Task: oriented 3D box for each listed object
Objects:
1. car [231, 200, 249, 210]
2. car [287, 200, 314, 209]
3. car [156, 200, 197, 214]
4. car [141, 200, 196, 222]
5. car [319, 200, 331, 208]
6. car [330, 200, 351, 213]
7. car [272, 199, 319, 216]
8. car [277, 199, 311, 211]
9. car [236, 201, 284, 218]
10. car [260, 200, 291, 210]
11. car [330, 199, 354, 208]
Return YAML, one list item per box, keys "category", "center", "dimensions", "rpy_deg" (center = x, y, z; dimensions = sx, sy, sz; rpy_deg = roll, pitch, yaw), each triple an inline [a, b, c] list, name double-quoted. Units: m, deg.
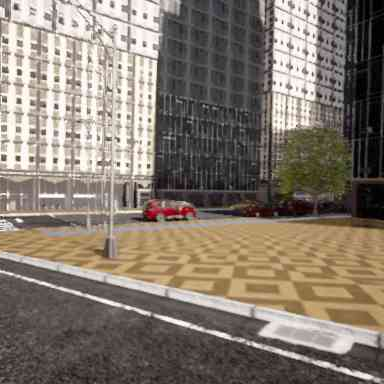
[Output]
- category: "car"
  center: [7.418, 1.777, 45.301]
  dimensions: [4.829, 1.417, 1.752]
  rpy_deg: [1, 1, -34]
- category: "car"
  center: [16.915, 1.928, 51.800]
  dimensions: [4.206, 1.307, 1.802]
  rpy_deg: [1, 1, -34]
- category: "car"
  center: [-1.800, 1.710, 38.996]
  dimensions: [4.403, 1.369, 2.008]
  rpy_deg: [1, 1, -34]
- category: "car"
  center: [-2.027, 1.638, 29.288]
  dimensions: [5.009, 1.841, 2.192]
  rpy_deg: [1, 1, -34]
- category: "car"
  center: [21.594, 1.959, 55.000]
  dimensions: [4.313, 1.339, 1.947]
  rpy_deg: [1, 1, -34]
- category: "car"
  center: [21.362, 2.122, 45.296]
  dimensions: [4.313, 1.339, 1.947]
  rpy_deg: [1, 1, -34]
- category: "car"
  center: [12.010, 1.778, 38.890]
  dimensions: [5.009, 1.841, 2.192]
  rpy_deg: [1, 1, -34]
- category: "car"
  center: [14.472, 1.852, 47.081]
  dimensions: [5.008, 1.535, 1.882]
  rpy_deg: [1, 1, -34]
- category: "car"
  center: [7.326, 1.961, 35.694]
  dimensions: [4.507, 1.381, 1.887]
  rpy_deg: [1, 1, -34]
- category: "car"
  center: [12.237, 1.865, 48.599]
  dimensions: [4.313, 1.339, 1.947]
  rpy_deg: [1, 1, -34]
- category: "car"
  center: [26.273, 2.006, 58.201]
  dimensions: [4.313, 1.339, 1.947]
  rpy_deg: [1, 1, -34]
